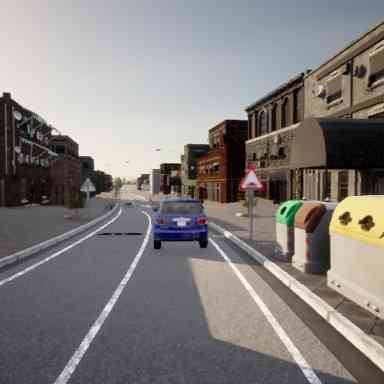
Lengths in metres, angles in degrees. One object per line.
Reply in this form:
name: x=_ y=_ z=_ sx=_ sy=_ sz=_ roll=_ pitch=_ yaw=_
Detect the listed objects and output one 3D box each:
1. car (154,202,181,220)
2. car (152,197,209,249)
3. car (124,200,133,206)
car: x=-2.292 y=1.612 z=29.787 sx=2.033 sy=1.411 sz=5.357 roll=0 pitch=-1 yaw=-9
car: x=-0.577 y=1.250 z=14.784 sx=2.150 sy=2.045 sz=5.566 roll=0 pitch=0 yaw=-4
car: x=-14.425 y=2.441 z=75.452 sx=2.033 sy=1.411 sz=5.357 roll=0 pitch=0 yaw=-12
